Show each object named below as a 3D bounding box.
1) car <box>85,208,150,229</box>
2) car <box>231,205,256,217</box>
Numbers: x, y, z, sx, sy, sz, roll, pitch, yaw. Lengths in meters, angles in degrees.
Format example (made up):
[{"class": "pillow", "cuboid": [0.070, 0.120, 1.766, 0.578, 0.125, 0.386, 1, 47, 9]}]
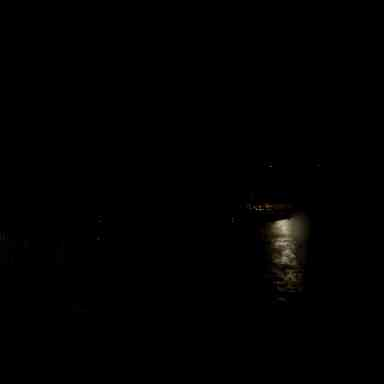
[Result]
[{"class": "car", "cuboid": [-5.603, 1.993, 25.913, 2.033, 1.411, 5.357, 0, -1, 36]}, {"class": "car", "cuboid": [6.739, 2.422, 43.176, 1.994, 1.385, 4.181, -1, -1, 36]}]
